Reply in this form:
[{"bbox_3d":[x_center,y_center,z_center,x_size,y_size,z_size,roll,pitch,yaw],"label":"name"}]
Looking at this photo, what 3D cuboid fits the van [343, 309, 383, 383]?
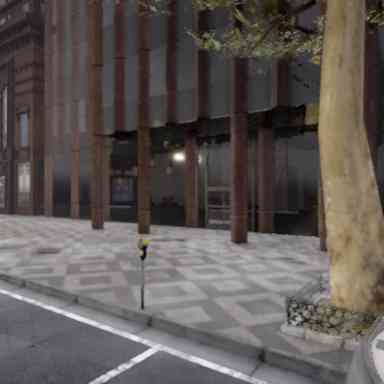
[{"bbox_3d":[2.664,1.342,1.182,3.998,1.788,1.690,0,0,35],"label":"van"}]
